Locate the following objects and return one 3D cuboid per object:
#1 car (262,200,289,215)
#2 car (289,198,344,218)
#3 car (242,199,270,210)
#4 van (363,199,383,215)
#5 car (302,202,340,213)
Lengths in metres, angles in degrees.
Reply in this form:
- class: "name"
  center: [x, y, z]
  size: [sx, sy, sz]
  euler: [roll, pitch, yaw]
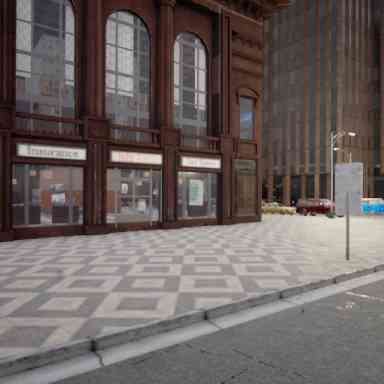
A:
- class: "car"
  center: [9.439, 1.825, 37.092]
  size: [1.752, 1.417, 4.829]
  euler: [0, 0, -35]
- class: "car"
  center: [12.584, 1.549, 32.640]
  size: [2.192, 1.841, 5.009]
  euler: [0, 0, -35]
- class: "car"
  center: [9.804, 1.926, 51.344]
  size: [1.967, 1.590, 4.097]
  euler: [0, 0, -35]
- class: "van"
  center: [19.541, 1.623, 37.568]
  size: [1.690, 1.788, 3.998]
  euler: [0, 0, -35]
- class: "car"
  center: [16.298, 1.932, 42.159]
  size: [1.802, 1.307, 4.206]
  euler: [0, 0, -35]
